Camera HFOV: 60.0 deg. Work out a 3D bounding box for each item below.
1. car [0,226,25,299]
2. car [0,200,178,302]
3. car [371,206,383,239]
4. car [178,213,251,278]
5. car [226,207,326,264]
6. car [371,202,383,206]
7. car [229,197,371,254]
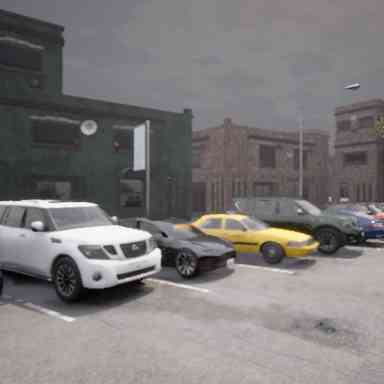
[{"bbox_3d":[-5.834,1.516,6.847,4.792,1.488,2.163,-1,-1,35],"label":"car"},{"bbox_3d":[-3.381,1.234,8.574,5.566,2.045,2.435,-1,-1,35],"label":"car"},{"bbox_3d":[6.423,1.534,15.485,4.674,1.452,2.002,-1,-1,35],"label":"car"},{"bbox_3d":[-0.921,1.516,10.294,4.792,1.488,2.163,-1,-1,35],"label":"car"},{"bbox_3d":[1.665,1.483,11.933,5.366,1.575,1.946,-1,-1,35],"label":"car"},{"bbox_3d":[8.853,1.373,17.238,4.553,1.767,2.185,-1,-1,35],"label":"car"},{"bbox_3d":[3.990,1.240,13.767,5.566,2.045,2.435,-1,-1,35],"label":"car"}]
